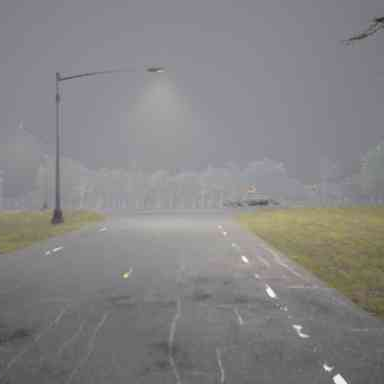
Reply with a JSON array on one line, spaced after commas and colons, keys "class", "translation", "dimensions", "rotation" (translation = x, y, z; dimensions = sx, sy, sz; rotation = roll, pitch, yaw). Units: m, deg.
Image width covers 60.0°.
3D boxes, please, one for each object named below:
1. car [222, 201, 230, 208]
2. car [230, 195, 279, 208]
[{"class": "car", "translation": [6.294, 1.403, 43.663], "dimensions": [4.674, 1.442, 1.812], "rotation": [-1, -3, -1]}, {"class": "car", "translation": [7.072, 1.037, 36.659], "dimensions": [4.902, 1.511, 2.128], "rotation": [-2, -2, -1]}]
